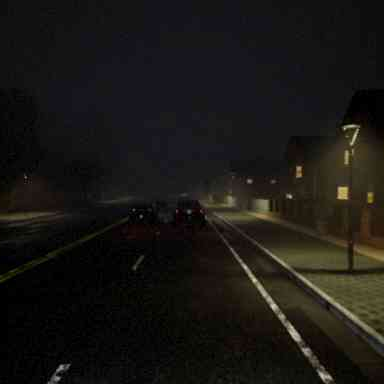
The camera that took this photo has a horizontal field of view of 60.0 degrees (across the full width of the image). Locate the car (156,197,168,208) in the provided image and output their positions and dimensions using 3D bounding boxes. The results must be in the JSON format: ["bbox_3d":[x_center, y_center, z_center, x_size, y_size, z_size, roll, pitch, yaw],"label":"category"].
[{"bbox_3d":[-4.375,1.381,46.566,1.882,1.535,5.008,0,0,-3],"label":"car"}]

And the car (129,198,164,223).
[{"bbox_3d":[-3.524,1.441,25.087,2.128,1.511,4.902,0,0,-2],"label":"car"}]

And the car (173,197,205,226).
[{"bbox_3d":[-0.224,1.300,23.146,2.097,1.767,4.553,0,0,-1],"label":"car"}]

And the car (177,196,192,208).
[{"bbox_3d":[-1.098,1.376,46.121,1.882,1.535,5.008,0,0,-3],"label":"car"}]
